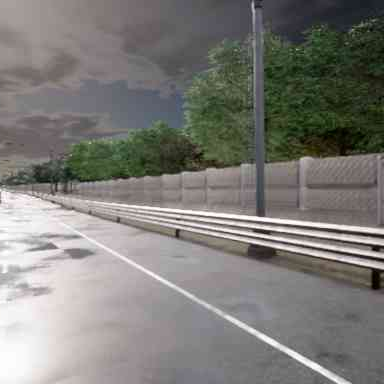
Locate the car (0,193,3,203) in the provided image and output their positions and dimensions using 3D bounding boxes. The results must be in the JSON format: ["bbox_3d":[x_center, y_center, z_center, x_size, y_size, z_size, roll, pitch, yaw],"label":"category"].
[{"bbox_3d":[-35.814,1.335,60.807,1.994,1.385,4.181,-1,1,-29],"label":"car"}]
